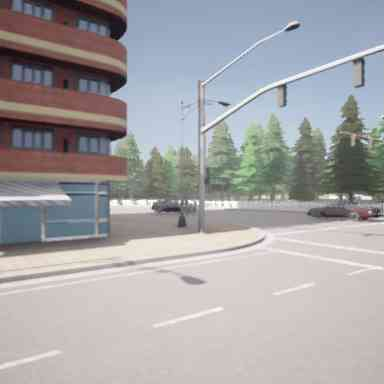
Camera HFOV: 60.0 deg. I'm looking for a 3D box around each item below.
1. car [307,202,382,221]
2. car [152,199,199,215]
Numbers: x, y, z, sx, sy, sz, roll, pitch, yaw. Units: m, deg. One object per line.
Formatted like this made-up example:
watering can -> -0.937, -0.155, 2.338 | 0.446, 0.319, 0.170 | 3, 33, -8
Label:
car -> 11.924, 1.494, 26.400 | 2.033, 1.411, 5.357 | 0, 0, -41
car -> -1.640, 1.440, 32.553 | 4.902, 1.511, 2.128 | 0, 0, 29
